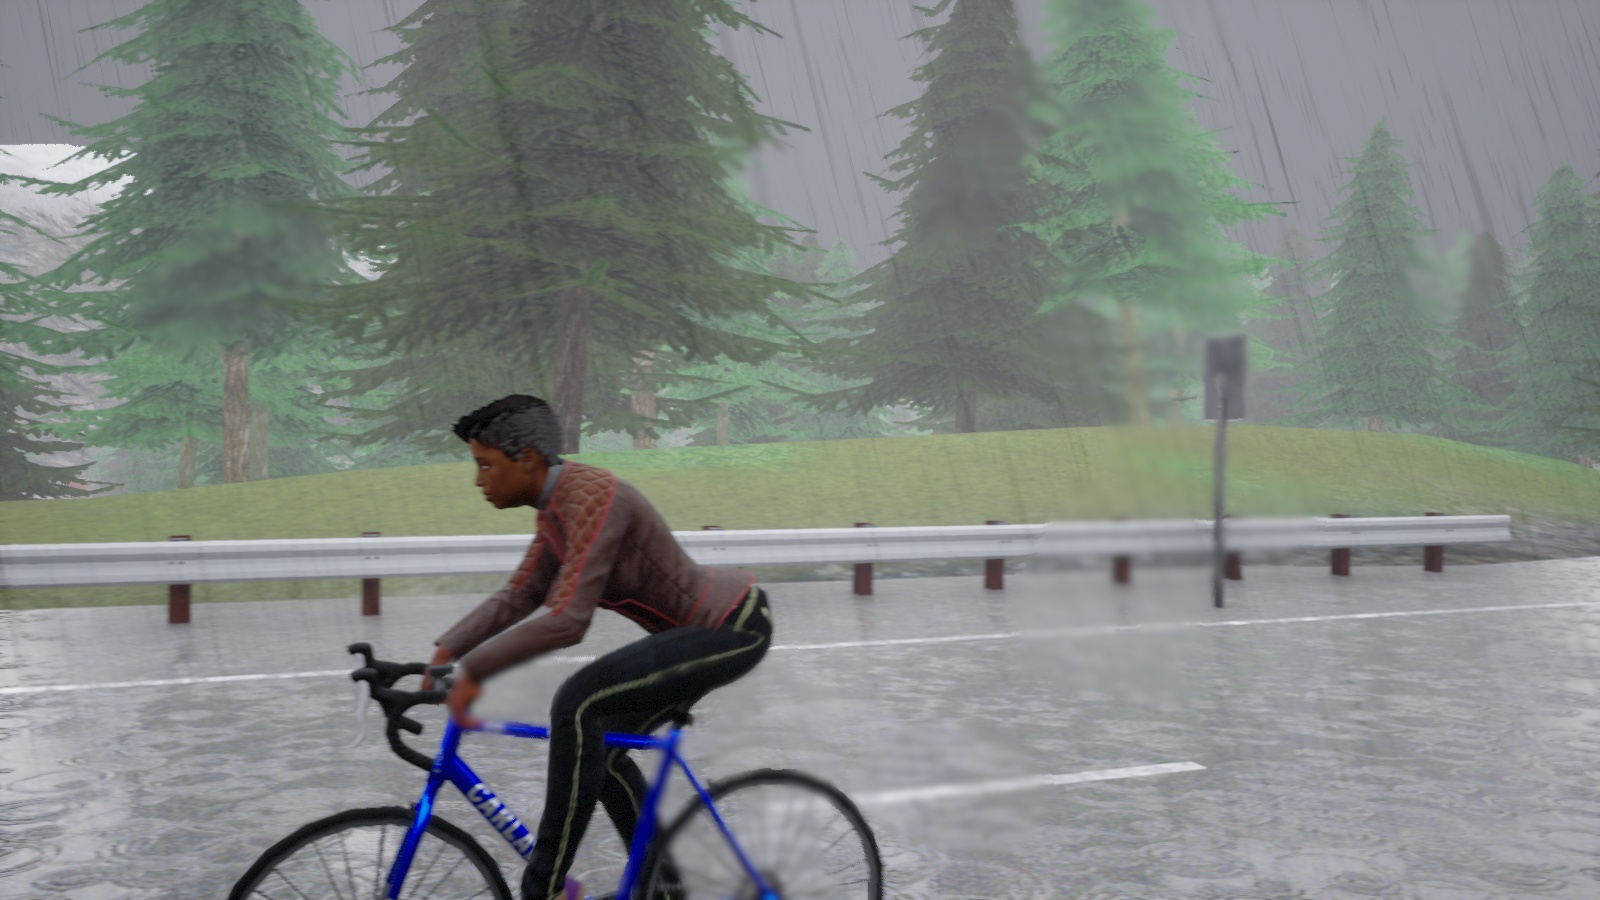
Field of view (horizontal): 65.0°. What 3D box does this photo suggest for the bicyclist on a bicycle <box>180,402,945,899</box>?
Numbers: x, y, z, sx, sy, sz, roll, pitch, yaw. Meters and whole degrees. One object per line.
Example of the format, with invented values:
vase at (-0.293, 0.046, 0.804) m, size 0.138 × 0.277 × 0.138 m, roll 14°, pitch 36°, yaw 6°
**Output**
bicyclist on a bicycle at (-0.530, 0.705, 3.037) m, size 1.656 × 1.620 × 0.582 m, roll -1°, pitch 1°, yaw -21°
